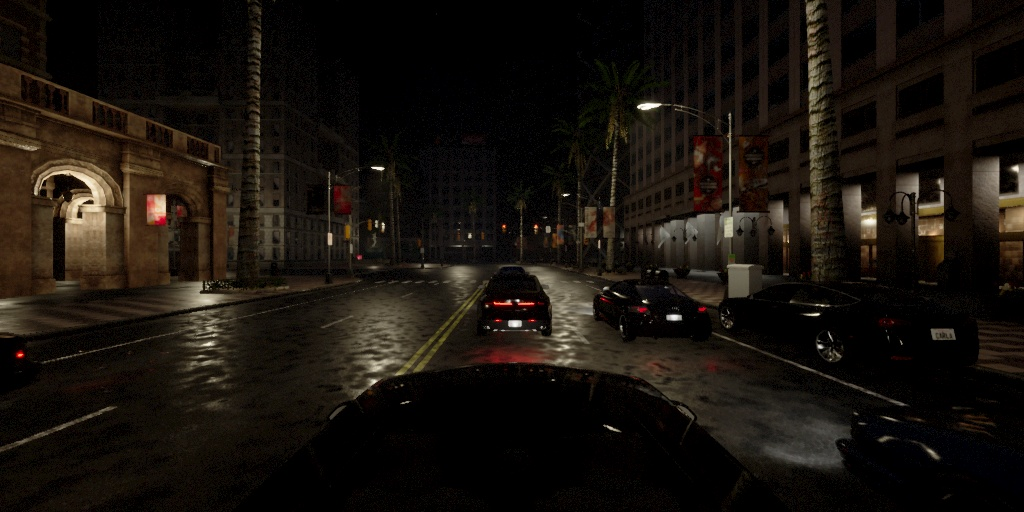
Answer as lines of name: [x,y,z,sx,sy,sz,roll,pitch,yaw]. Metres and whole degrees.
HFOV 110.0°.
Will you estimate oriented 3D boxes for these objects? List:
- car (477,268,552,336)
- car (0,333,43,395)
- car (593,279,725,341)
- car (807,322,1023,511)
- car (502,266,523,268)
car: [0.047,1.254,10.387,1.837,1.490,4.892,0,0,-1]
car: [-7.101,1.297,2.229,2.033,1.411,5.357,0,0,0]
car: [3.553,1.314,9.840,1.994,1.385,4.181,0,0,0]
car: [3.610,1.298,0.435,2.033,1.411,5.357,0,0,0]
car: [0.003,1.276,19.334,1.812,1.442,4.674,0,0,-2]
